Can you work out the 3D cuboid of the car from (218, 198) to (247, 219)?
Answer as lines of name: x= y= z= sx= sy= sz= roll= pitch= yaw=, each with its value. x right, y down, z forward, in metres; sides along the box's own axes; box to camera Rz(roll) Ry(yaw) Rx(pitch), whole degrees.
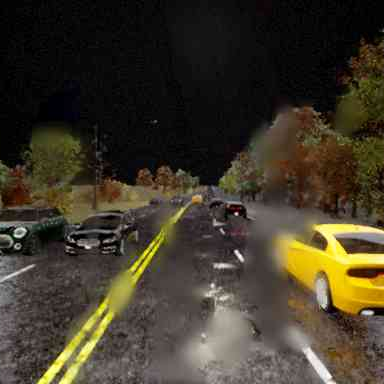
car: x=3.581 y=1.493 z=28.976 sx=1.837 sy=1.490 sz=4.892 roll=0 pitch=0 yaw=1

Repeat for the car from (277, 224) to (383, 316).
car: x=3.378 y=1.477 z=7.652 sx=1.882 sy=1.535 sz=5.008 roll=0 pitch=0 yaw=0

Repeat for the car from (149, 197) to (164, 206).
car: x=-5.781 y=1.496 z=54.631 sx=2.033 sy=1.411 sz=5.357 roll=0 pitch=0 yaw=2

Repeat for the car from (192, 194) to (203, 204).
car: x=1.017 y=1.412 z=63.282 sx=1.882 sy=1.535 sz=5.008 roll=0 pitch=0 yaw=2

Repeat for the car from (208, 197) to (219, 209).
car: x=3.162 y=1.476 z=43.621 sx=1.837 sy=1.490 sz=4.892 roll=0 pitch=0 yaw=1

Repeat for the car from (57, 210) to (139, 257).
car: x=-3.293 y=1.502 z=13.030 sx=1.837 sy=1.490 sz=4.892 roll=0 pitch=0 yaw=0

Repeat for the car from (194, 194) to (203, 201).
car: x=1.617 y=1.326 z=80.015 sx=2.128 sy=1.511 sz=4.902 roll=0 pitch=0 yaw=2

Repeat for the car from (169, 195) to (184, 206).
car: x=-2.531 y=1.302 z=54.786 sx=2.097 sy=1.767 sz=4.553 roll=0 pitch=0 yaw=2

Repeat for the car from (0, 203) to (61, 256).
car: x=-6.543 y=1.348 z=13.026 sx=2.097 sy=1.767 sz=4.553 roll=0 pitch=0 yaw=0
